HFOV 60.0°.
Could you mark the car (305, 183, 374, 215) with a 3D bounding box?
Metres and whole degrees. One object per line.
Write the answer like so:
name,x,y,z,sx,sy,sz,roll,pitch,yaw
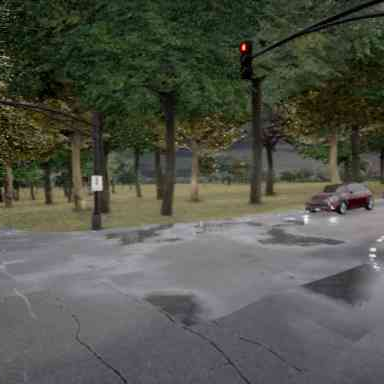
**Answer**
car,8.761,0.287,19.740,4.553,1.767,2.097,-3,2,-35
